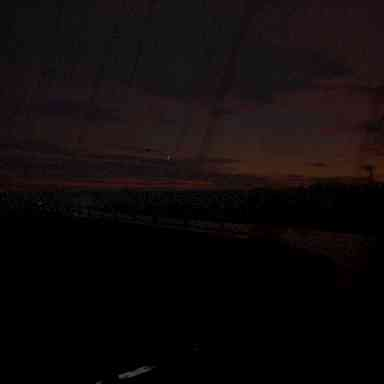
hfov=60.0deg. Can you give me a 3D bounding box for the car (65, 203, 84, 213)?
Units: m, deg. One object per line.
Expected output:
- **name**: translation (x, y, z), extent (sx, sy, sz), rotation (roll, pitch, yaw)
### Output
- **car**: translation (-17.925, 2.445, 50.761), extent (2.128, 1.511, 4.902), rotation (0, -1, -35)

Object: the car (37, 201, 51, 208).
- **car**: translation (-35.729, 3.188, 81.491), extent (2.033, 1.411, 5.357), rotation (0, -1, -35)
